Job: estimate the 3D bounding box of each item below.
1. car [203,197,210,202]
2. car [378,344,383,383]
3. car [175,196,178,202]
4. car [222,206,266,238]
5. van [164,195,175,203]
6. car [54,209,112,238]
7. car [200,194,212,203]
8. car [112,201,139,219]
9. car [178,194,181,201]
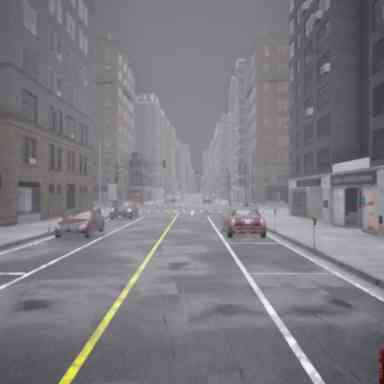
[{"bbox_3d":[3.580,1.876,83.913,1.802,1.307,4.206,0,0,1],"label":"car"},{"bbox_3d":[2.670,1.316,0.879,2.192,1.841,5.009,0,0,0],"label":"car"},{"bbox_3d":[-5.065,1.585,78.570,2.192,1.841,5.009,0,0,1],"label":"car"},{"bbox_3d":[2.667,1.480,17.844,1.967,1.590,4.097,0,0,0],"label":"car"},{"bbox_3d":[-5.186,1.587,73.048,1.690,1.788,3.998,0,0,1],"label":"van"},{"bbox_3d":[-5.859,1.622,17.852,1.802,1.307,4.206,0,0,0],"label":"car"},{"bbox_3d":[3.338,1.685,72.866,1.967,1.590,4.097,0,0,1],"label":"car"},{"bbox_3d":[-5.860,1.518,29.162,1.967,1.590,4.097,0,0,0],"label":"car"},{"bbox_3d":[-4.824,1.869,89.614,2.008,1.369,4.403,0,0,1],"label":"car"}]
